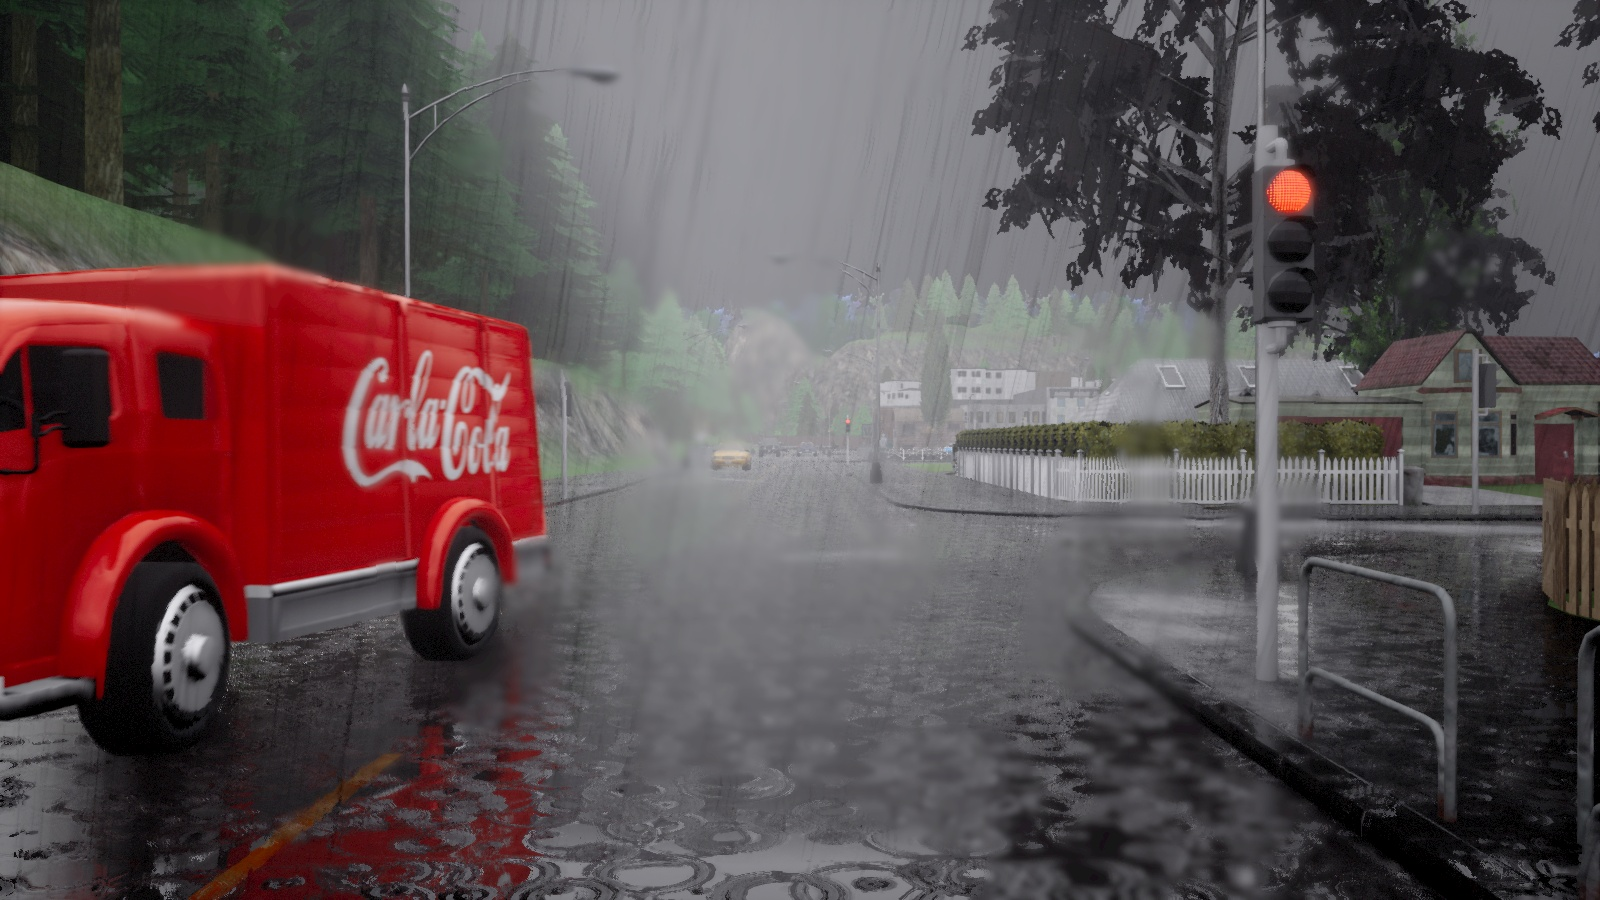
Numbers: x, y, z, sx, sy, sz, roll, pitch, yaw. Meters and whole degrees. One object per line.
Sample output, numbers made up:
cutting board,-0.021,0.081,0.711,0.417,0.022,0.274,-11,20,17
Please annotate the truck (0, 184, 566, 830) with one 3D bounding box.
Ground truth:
truck,-3.681,0.213,7.612,2.627,2.467,5.204,0,0,12

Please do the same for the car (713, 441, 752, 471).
car,-3.615,0.299,67.909,1.801,1.575,5.366,0,0,0
